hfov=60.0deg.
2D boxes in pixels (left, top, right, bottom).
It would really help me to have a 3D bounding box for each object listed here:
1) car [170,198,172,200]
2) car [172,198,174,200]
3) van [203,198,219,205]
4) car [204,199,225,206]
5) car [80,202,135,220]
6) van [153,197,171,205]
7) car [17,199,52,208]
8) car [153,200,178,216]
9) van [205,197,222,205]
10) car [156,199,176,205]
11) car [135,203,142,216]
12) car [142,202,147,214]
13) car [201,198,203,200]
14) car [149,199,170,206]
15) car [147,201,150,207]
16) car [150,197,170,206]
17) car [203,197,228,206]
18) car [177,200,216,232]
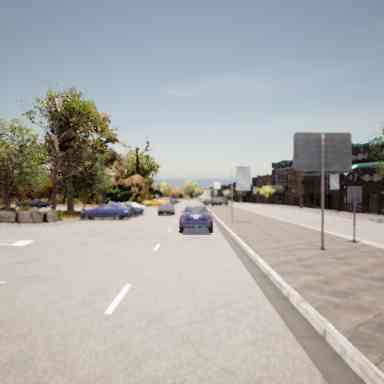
[{"bbox_3d":[-7.685,2.391,75.038,5.008,1.535,2.097,0,-1,1],"label":"car"},{"bbox_3d":[-7.574,2.421,83.393,4.553,1.767,2.185,0,-1,0],"label":"car"},{"bbox_3d":[5.447,2.563,94.534,4.442,1.987,1.878,0,-1,0],"label":"van"},{"bbox_3d":[5.444,2.496,80.515,4.892,1.521,2.231,0,-1,0],"label":"car"},{"bbox_3d":[-8.088,1.887,31.291,4.674,1.452,2.002,0,-1,1],"label":"car"},{"bbox_3d":[-7.698,2.377,86.176,4.442,1.987,1.878,0,-1,0],"label":"van"},{"bbox_3d":[-25.794,1.824,54.488,5.357,1.411,2.033,1,2,0],"label":"car"},{"bbox_3d":[-2.955,2.013,39.326,2.033,1.411,5.357,0,-1,1],"label":"car"},{"bbox_3d":[5.636,2.443,88.927,4.442,1.987,1.878,0,-1,0],"label":"van"},{"bbox_3d":[-7.331,2.780,94.524,5.366,1.575,1.946,0,-1,0],"label":"car"},{"bbox_3d":[-8.055,1.887,34.567,4.892,1.521,2.231,0,-1,1],"label":"car"},{"bbox_3d":[-8.036,1.925,37.840,5.008,1.535,2.097,0,-1,1],"label":"car"},{"bbox_3d":[5.371,2.144,74.916,5.566,2.045,2.435,0,-1,1],"label":"car"},{"bbox_3d":[-7.657,2.481,77.823,4.674,1.452,2.002,0,-1,1],"label":"car"},{"bbox_3d":[-7.998,2.002,40.987,4.674,1.452,2.002,0,-1,1],"label":"car"},{"bbox_3d":[-7.726,2.305,69.470,5.008,1.535,2.097,0,-1,1],"label":"car"},{"bbox_3d":[5.379,2.352,72.111,4.892,1.521,2.231,0,-1,1],"label":"car"},{"bbox_3d":[0.263,1.614,22.179,2.097,1.767,4.553,0,-1,0],"label":"car"}]
